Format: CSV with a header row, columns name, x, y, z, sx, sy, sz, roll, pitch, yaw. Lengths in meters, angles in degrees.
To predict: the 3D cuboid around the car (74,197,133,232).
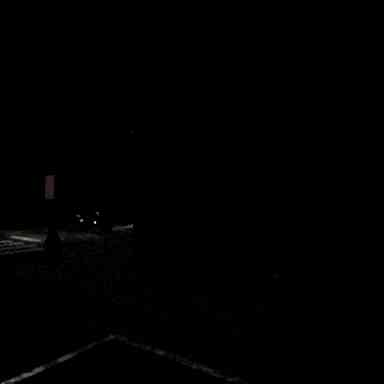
name,x,y,z,sx,sy,sz,roll,pitch,yaw
car,-4.845,1.332,21.638,2.150,2.045,5.566,0,0,35
